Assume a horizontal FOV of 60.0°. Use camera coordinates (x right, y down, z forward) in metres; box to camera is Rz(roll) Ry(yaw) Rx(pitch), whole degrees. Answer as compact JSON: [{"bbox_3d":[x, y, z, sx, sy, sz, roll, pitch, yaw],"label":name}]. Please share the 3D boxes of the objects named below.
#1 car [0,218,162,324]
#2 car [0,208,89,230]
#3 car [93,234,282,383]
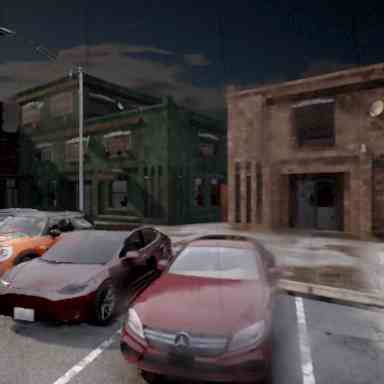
[{"bbox_3d":[-1.937,1.514,7.445,2.163,1.488,4.792,1,-1,16],"label":"car"},{"bbox_3d":[-4.356,1.361,9.254,2.185,1.767,4.553,1,-1,16],"label":"car"},{"bbox_3d":[0.513,1.525,5.727,2.002,1.452,4.674,1,-1,16],"label":"car"}]
